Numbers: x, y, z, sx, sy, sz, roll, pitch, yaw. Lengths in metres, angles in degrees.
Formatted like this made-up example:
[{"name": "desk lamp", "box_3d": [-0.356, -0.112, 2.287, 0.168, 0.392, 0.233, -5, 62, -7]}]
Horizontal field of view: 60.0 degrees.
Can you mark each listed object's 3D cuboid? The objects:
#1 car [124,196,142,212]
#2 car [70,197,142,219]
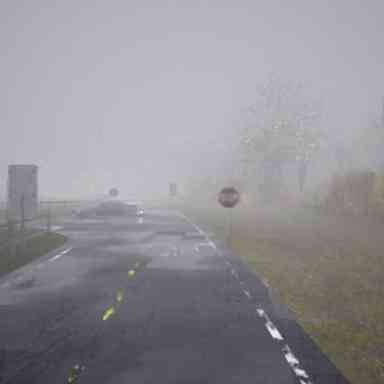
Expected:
[{"name": "car", "box_3d": [-6.561, 1.273, 36.898, 1.812, 1.442, 4.674, 0, 2, -11]}, {"name": "car", "box_3d": [-6.912, 1.345, 26.829, 5.357, 1.411, 2.033, -1, 1, -42]}]
